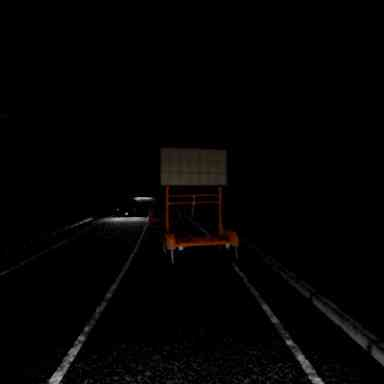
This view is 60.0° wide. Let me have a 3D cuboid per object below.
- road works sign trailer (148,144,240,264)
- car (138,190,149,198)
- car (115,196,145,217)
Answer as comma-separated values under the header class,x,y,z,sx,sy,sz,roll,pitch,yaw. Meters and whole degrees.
class,x,y,z,sx,sy,sz,roll,pitch,yaw
road works sign trailer,0.025,0.235,11.116,2.380,3.560,2.880,0,1,-16
car,-9.940,0.390,68.386,1.994,1.385,4.181,0,3,-7
car,-5.265,1.278,27.854,2.033,1.411,5.357,0,0,-7
